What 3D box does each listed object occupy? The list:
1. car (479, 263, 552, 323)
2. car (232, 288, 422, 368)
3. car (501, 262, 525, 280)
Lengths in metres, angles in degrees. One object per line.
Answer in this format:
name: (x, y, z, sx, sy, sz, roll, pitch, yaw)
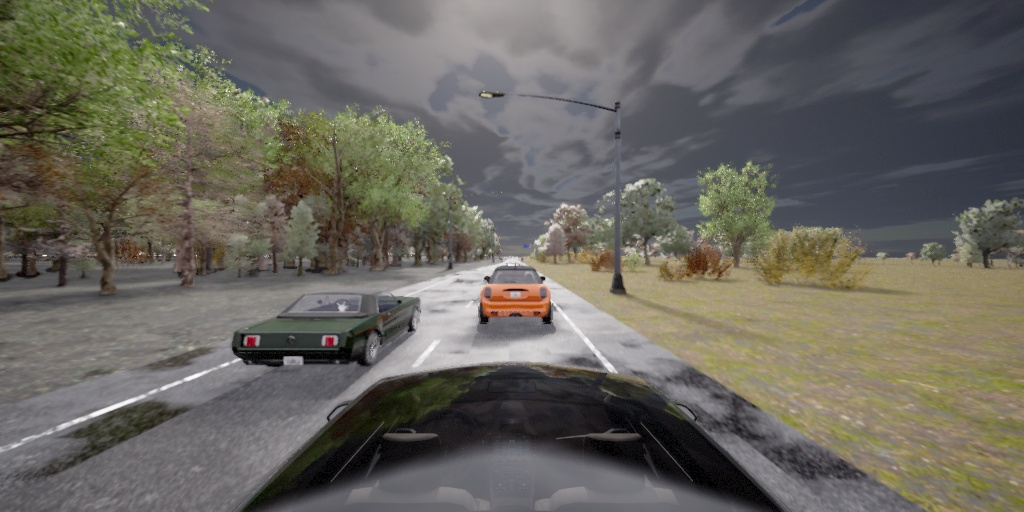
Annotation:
car: (0.101, 1.094, 12.167, 2.097, 1.767, 4.553, 0, 0, 0)
car: (-3.400, 1.346, 7.808, 1.895, 1.301, 4.718, 0, 0, 0)
car: (0.105, 1.291, 31.924, 1.994, 1.385, 4.181, 0, 0, 0)
